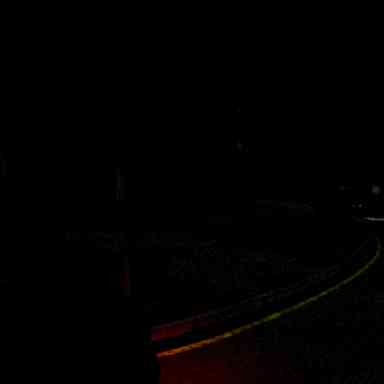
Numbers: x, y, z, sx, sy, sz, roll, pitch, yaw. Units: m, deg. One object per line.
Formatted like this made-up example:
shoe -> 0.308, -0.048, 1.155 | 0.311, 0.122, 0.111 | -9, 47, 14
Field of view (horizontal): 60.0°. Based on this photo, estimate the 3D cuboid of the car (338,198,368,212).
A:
car -> 17.005, 1.394, 36.271 | 2.033, 1.411, 5.357 | 1, 1, -1

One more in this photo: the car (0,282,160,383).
car -> -2.661, 1.487, 2.234 | 5.008, 1.535, 1.882 | 0, 0, -32
